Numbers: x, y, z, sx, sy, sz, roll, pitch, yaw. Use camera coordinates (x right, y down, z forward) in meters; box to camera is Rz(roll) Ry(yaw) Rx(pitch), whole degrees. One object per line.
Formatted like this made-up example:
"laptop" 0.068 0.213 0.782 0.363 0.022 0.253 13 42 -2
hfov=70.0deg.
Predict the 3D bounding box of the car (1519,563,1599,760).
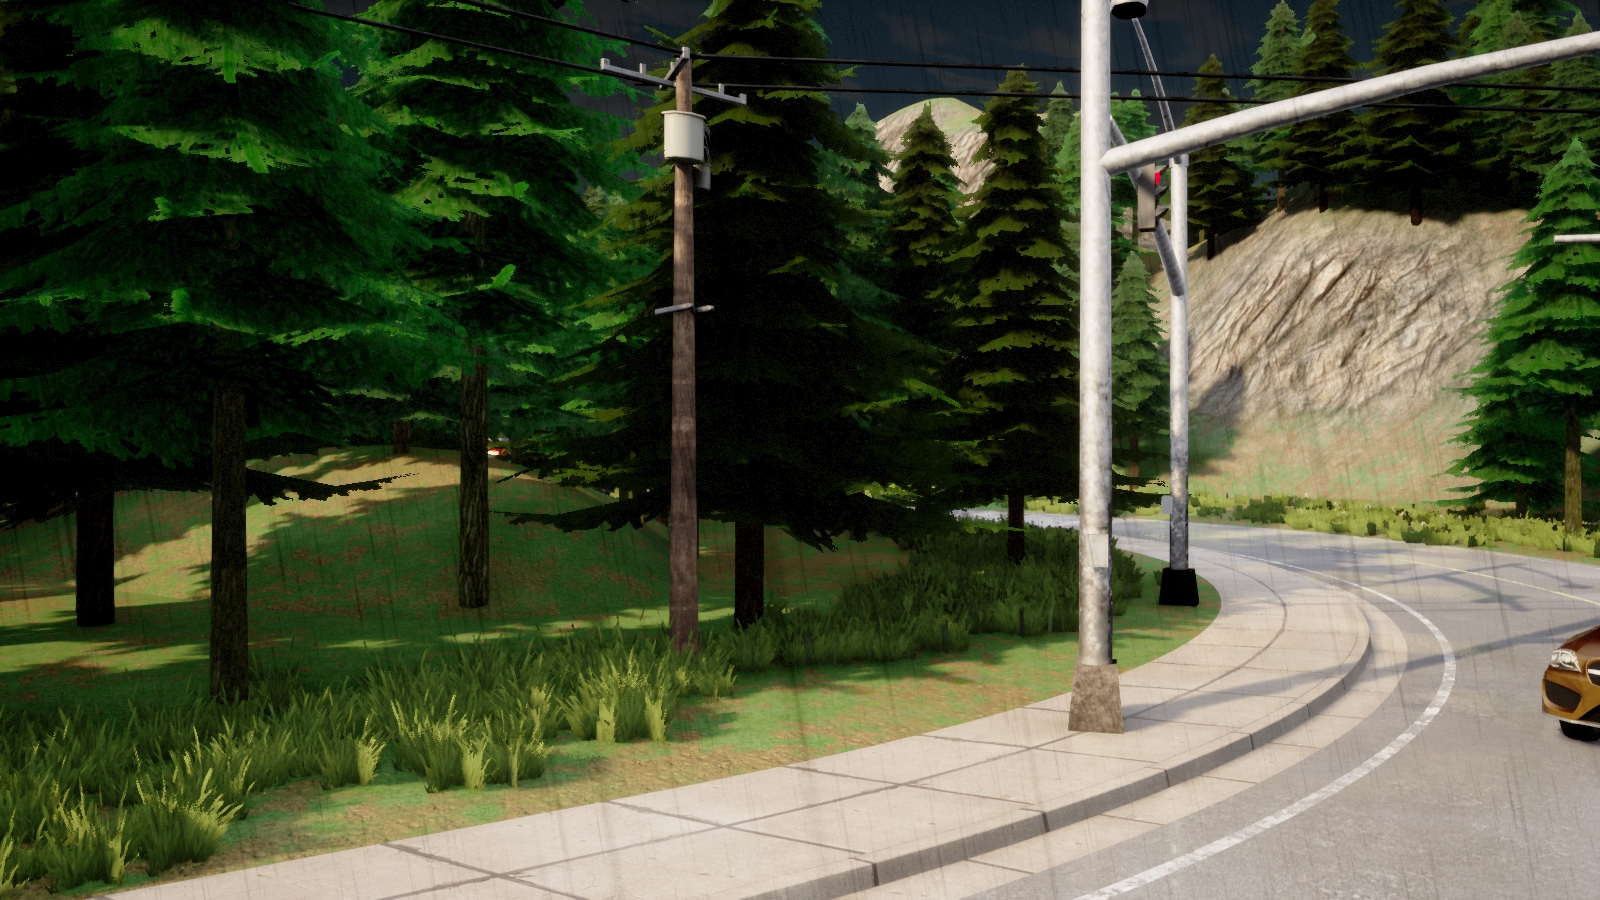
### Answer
"car" 9.577 1.970 11.147 5.027 1.651 2.152 0 0 -29
